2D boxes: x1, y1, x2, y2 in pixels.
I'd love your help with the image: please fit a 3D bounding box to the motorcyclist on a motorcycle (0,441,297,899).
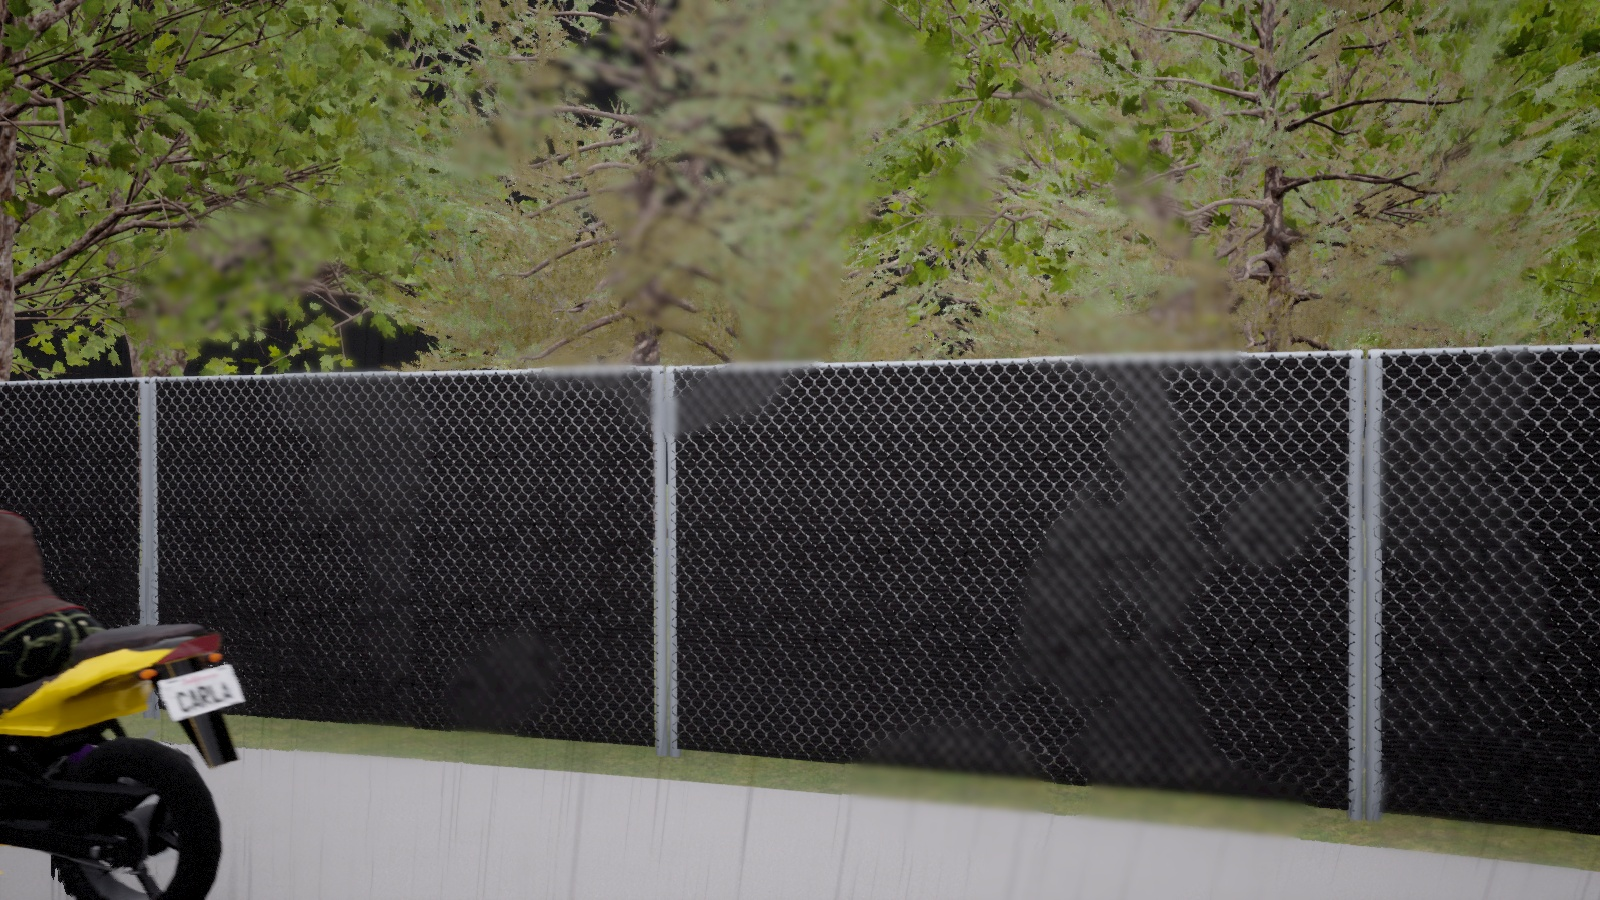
[{"bbox_3d":[-2.779,0.737,4.108,2.044,1.523,0.797,0,1,17],"label":"motorcyclist on a motorcycle"}]
